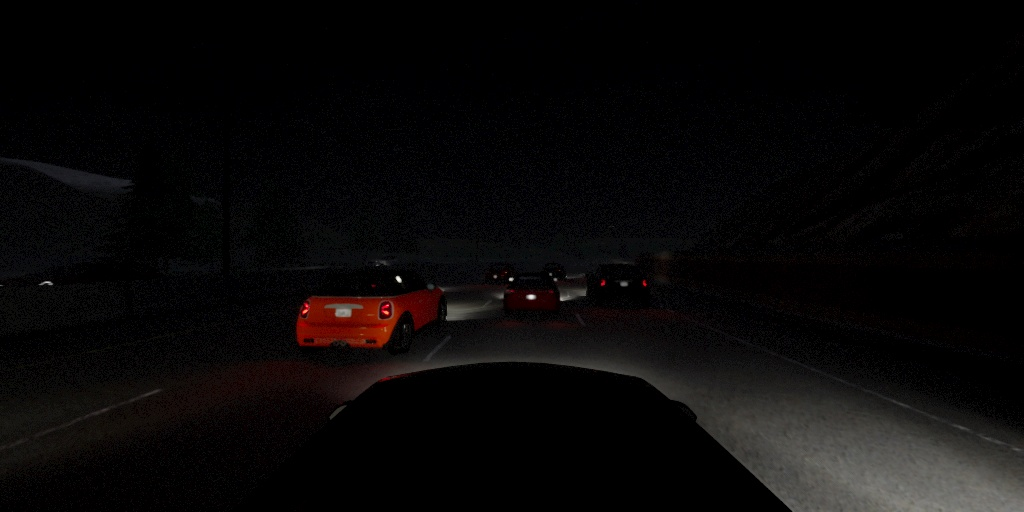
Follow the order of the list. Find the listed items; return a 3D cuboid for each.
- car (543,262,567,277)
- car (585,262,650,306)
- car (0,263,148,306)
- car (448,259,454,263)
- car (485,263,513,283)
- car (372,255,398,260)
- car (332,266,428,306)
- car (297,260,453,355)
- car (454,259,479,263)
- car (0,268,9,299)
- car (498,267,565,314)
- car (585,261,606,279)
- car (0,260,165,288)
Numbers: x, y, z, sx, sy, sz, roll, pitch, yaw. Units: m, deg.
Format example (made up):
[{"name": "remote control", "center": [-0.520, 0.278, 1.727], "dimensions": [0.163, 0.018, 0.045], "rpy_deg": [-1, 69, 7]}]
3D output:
[{"name": "car", "center": [3.584, 1.273, 30.963], "dimensions": [1.812, 1.442, 4.674], "rpy_deg": [0, 0, 13]}, {"name": "car", "center": [4.565, 1.110, 15.958], "dimensions": [2.097, 1.767, 4.553], "rpy_deg": [0, 0, 6]}, {"name": "car", "center": [-20.228, 1.153, 16.334], "dimensions": [1.882, 1.535, 5.008], "rpy_deg": [0, 0, 6]}, {"name": "car", "center": [-9.878, 1.215, 58.649], "dimensions": [1.812, 1.442, 4.674], "rpy_deg": [0, 0, 22]}, {"name": "car", "center": [-0.744, 1.261, 27.418], "dimensions": [1.812, 1.442, 4.674], "rpy_deg": [0, 0, 11]}, {"name": "car", "center": [-19.264, 0.880, 53.516], "dimensions": [2.150, 2.045, 5.566], "rpy_deg": [0, 0, 19]}, {"name": "car", "center": [-5.931, 1.270, 17.023], "dimensions": [2.033, 1.411, 5.357], "rpy_deg": [0, 0, 7]}, {"name": "car", "center": [-3.072, 1.088, 8.888], "dimensions": [2.097, 1.767, 4.553], "rpy_deg": [0, 0, 3]}, {"name": "car", "center": [-6.618, 1.247, 57.411], "dimensions": [2.033, 1.411, 5.357], "rpy_deg": [0, 0, 22]}, {"name": "car", "center": [-23.924, 1.228, 14.204], "dimensions": [1.994, 1.385, 4.181], "rpy_deg": [0, 0, 5]}, {"name": "car", "center": [0.807, 1.311, 13.771], "dimensions": [1.994, 1.385, 4.181], "rpy_deg": [0, 0, 5]}, {"name": "car", "center": [8.018, 1.286, 34.318], "dimensions": [1.812, 1.442, 4.674], "rpy_deg": [0, 0, 15]}, {"name": "car", "center": [-16.882, 1.039, 14.407], "dimensions": [2.097, 1.767, 4.553], "rpy_deg": [0, 0, 5]}]
